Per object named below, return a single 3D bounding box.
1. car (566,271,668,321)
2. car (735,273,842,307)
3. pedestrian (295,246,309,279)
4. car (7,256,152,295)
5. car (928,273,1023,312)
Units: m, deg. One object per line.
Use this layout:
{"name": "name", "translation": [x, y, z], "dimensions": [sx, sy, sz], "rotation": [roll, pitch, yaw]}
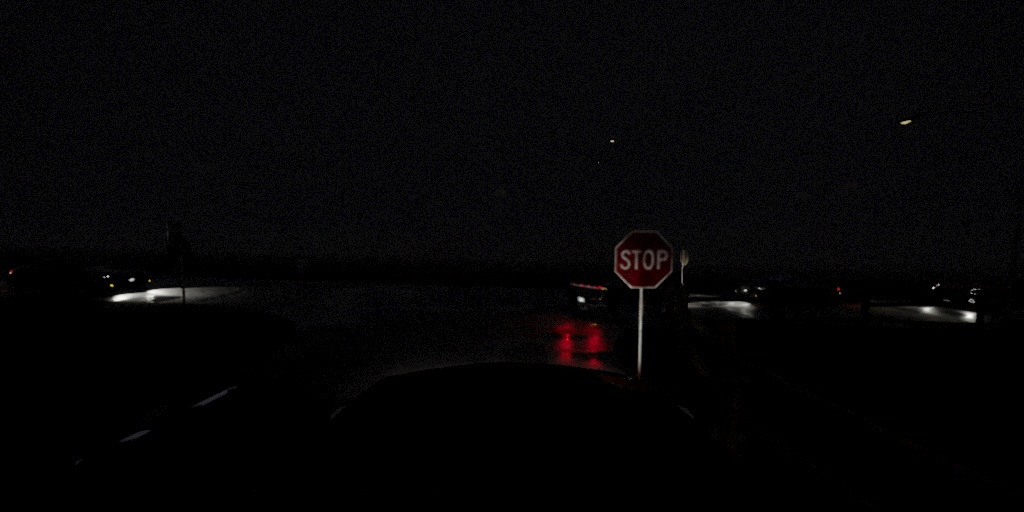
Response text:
{"name": "car", "translation": [4.054, 1.332, 12.936], "dimensions": [4.902, 1.511, 2.128], "rotation": [5, 0, -41]}
{"name": "car", "translation": [13.220, 1.536, 17.272], "dimensions": [4.181, 1.385, 1.994], "rotation": [2, 3, -1]}
{"name": "pedestrian", "translation": [-12.009, 0.339, 20.439], "dimensions": [0.375, 1.860, 0.375], "rotation": [0, 1, 0]}
{"name": "car", "translation": [-17.371, 0.712, 14.521], "dimensions": [4.181, 1.385, 1.994], "rotation": [2, 3, 0]}
{"name": "car", "translation": [23.159, 1.635, 17.219], "dimensions": [4.553, 1.767, 2.097], "rotation": [2, 3, 0]}
